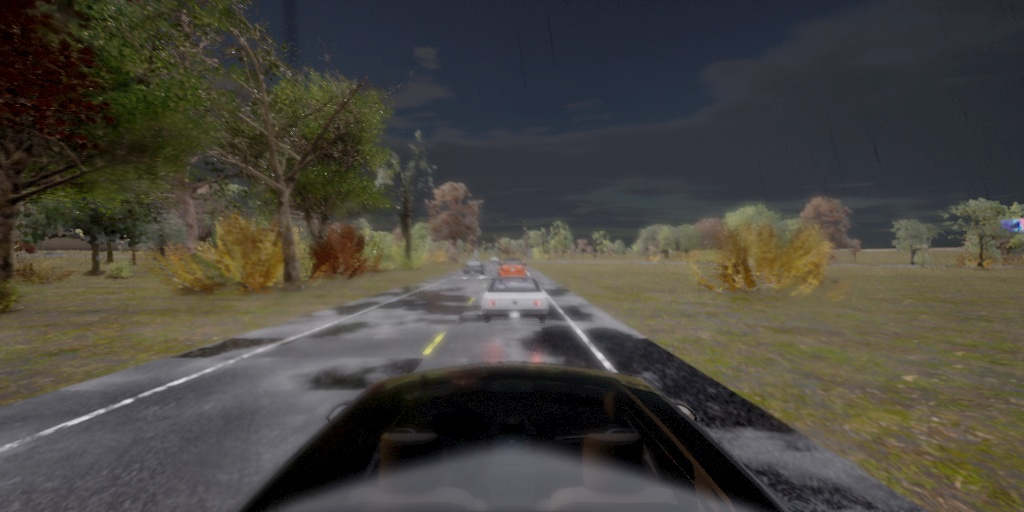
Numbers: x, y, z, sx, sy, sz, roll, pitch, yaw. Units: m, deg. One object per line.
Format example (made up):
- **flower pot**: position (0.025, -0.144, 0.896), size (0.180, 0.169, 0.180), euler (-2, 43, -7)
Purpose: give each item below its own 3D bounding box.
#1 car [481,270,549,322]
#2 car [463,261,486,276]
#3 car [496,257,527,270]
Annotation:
- **car**: position (0.091, 1.321, 12.063), size (1.895, 1.301, 4.718), euler (0, 0, 0)
- **car**: position (-3.602, 1.174, 35.178), size (1.812, 1.442, 4.674), euler (0, 0, 0)
- **car**: position (0.086, 1.022, 28.498), size (2.097, 1.767, 4.553), euler (0, 0, 0)
